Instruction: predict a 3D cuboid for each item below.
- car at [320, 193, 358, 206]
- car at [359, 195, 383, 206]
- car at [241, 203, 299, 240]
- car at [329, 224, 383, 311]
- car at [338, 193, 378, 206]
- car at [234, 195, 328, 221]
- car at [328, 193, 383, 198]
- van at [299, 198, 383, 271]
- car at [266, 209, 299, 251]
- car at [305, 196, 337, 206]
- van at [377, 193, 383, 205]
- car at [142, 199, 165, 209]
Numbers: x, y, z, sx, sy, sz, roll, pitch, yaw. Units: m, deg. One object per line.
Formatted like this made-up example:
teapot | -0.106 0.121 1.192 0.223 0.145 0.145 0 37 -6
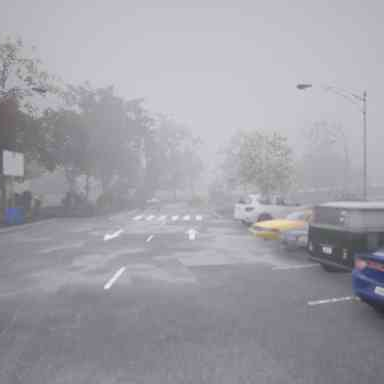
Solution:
car | 23.969 1.194 54.355 2.435 2.045 5.566 0 -1 -21
car | 30.026 1.323 54.522 2.185 1.767 4.553 1 -1 -22
car | 5.198 1.463 15.125 5.366 1.575 1.946 1 0 -20
car | 5.367 1.478 6.181 5.008 1.535 2.097 1 0 -20
car | 27.030 1.195 54.393 2.435 2.045 5.566 1 -1 -22
car | 5.387 1.211 21.218 5.566 2.045 2.435 1 0 -20
car | 18.350 1.204 37.212 2.435 2.045 5.566 0 1 -21
van | 5.487 1.251 9.226 4.442 1.987 1.878 1 0 -20
car | 5.381 1.512 12.184 4.674 1.452 2.002 1 0 -20
car | 20.946 1.473 54.273 2.163 1.488 4.792 0 -1 -21
van | 33.006 1.225 54.674 1.878 1.987 4.442 0 -1 -22
car | -3.826 1.303 33.942 1.812 1.442 4.674 0 0 5
